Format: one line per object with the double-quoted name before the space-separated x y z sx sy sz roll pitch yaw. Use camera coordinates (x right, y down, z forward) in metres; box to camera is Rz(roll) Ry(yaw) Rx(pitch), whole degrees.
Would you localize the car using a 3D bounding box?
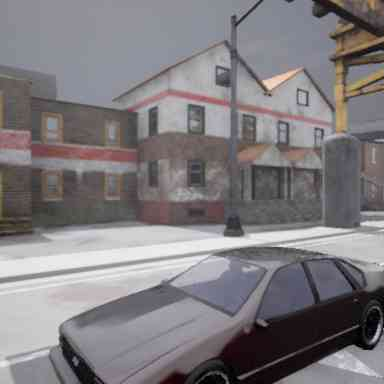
"car" 0.989 1.544 4.694 5.357 1.411 2.033 0 0 -35
